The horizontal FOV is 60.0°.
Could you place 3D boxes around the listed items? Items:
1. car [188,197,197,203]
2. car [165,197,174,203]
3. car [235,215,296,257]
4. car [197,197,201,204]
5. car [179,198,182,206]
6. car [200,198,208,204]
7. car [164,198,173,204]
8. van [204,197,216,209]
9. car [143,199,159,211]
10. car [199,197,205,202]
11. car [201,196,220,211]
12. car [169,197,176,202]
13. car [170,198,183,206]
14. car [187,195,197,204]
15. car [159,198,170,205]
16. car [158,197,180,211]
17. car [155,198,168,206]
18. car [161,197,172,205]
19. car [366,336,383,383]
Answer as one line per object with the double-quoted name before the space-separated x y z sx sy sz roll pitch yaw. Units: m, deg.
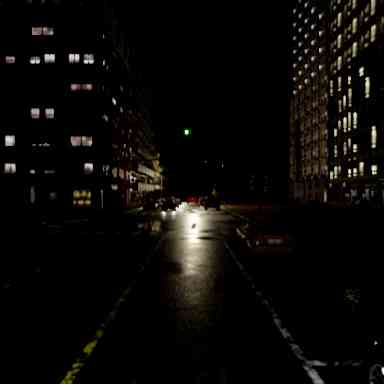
"car" 0.112 1.983 84.591 2.033 1.411 5.357 0 0 0
"car" -5.584 1.966 84.091 1.967 1.590 4.097 0 0 0
"car" 2.704 1.596 13.152 1.752 1.417 4.829 0 0 0
"car" 2.774 1.723 67.501 2.192 1.841 5.009 0 0 0
"car" -3.017 1.865 54.438 2.033 1.411 5.357 0 0 0
"car" 2.790 2.031 78.553 1.887 1.381 4.507 0 0 0
"car" -5.590 2.068 78.565 1.802 1.307 4.206 0 0 0
"van" 2.752 1.636 50.921 1.690 1.788 3.998 0 0 0
"car" -5.633 1.810 45.405 2.008 1.369 4.403 0 0 0
"car" 2.812 2.134 95.303 1.752 1.417 4.829 0 0 0
"car" 2.745 1.575 45.396 2.192 1.841 5.009 0 0 0
"car" -5.568 2.132 94.974 1.752 1.417 4.829 0 0 0
"car" -2.960 1.879 64.631 2.128 1.511 4.902 0 0 1
"car" 0.097 1.680 74.205 2.150 2.045 5.566 0 0 0
"car" -5.605 1.952 67.510 1.887 1.381 4.507 0 0 0
"car" -3.064 1.800 44.310 2.033 1.411 5.357 0 0 -4
"car" -5.612 1.920 61.985 2.008 1.369 4.403 0 0 0
"car" -5.598 1.887 73.039 1.967 1.590 4.097 0 0 0
"car" 2.688 1.575 1.717 1.947 1.339 4.313 0 0 0
